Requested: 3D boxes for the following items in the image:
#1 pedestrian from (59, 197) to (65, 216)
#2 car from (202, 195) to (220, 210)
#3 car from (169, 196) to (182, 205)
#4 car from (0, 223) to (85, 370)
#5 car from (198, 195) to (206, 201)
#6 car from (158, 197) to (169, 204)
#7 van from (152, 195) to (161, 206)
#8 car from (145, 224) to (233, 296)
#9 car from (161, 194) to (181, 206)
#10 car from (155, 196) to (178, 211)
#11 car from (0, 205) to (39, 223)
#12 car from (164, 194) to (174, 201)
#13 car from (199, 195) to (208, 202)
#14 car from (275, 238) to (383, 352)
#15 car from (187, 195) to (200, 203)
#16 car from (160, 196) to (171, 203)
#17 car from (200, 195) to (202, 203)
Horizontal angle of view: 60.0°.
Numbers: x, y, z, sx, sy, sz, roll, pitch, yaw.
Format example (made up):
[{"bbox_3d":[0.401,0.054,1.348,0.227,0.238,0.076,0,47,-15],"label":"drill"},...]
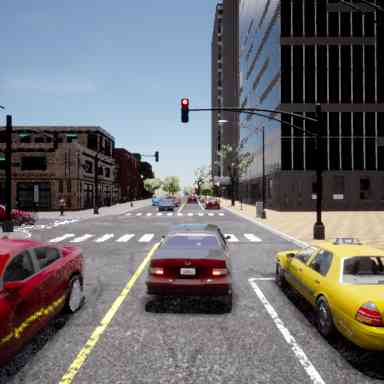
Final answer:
[{"bbox_3d":[-12.556,1.369,32.120,0.375,1.860,0.375,0,0,1],"label":"pedestrian"},{"bbox_3d":[2.687,1.456,44.131,1.967,1.590,4.097,1,0,0],"label":"car"},{"bbox_3d":[-3.088,1.515,61.390,2.128,1.511,4.902,0,0,0],"label":"car"},{"bbox_3d":[-3.088,1.479,4.703,1.882,1.535,5.008,0,0,0],"label":"car"},{"bbox_3d":[2.670,1.580,88.410,1.887,1.381,4.507,1,0,0],"label":"car"},{"bbox_3d":[-5.703,1.608,66.280,1.802,1.307,4.206,1,0,0],"label":"car"},{"bbox_3d":[-5.696,1.362,55.212,1.690,1.788,3.998,1,0,0],"label":"van"},{"bbox_3d":[0.072,1.550,8.803,2.033,1.411,5.357,0,0,3],"label":"car"},{"bbox_3d":[-3.113,1.371,51.013,2.097,1.767,4.553,0,0,0],"label":"car"},{"bbox_3d":[-3.138,1.562,41.114,2.033,1.411,5.357,0,0,-3],"label":"car"},{"bbox_3d":[-13.210,1.618,23.256,4.674,1.442,1.812,-1,-1,3],"label":"car"},{"bbox_3d":[-5.705,1.348,82.883,2.192,1.841,5.009,1,0,0],"label":"car"},{"bbox_3d":[2.674,1.556,77.510,1.752,1.417,4.829,1,0,0],"label":"car"},{"bbox_3d":[2.836,1.527,6.353,1.752,1.417,4.829,1,0,0],"label":"car"},{"bbox_3d":[0.074,1.378,68.383,2.097,1.767,4.553,0,0,0],"label":"car"},{"bbox_3d":[-5.705,1.594,71.815,1.947,1.339,4.313,1,0,0],"label":"car"},{"bbox_3d":[2.676,1.553,71.976,1.752,1.417,4.829,1,0,0],"label":"car"}]
